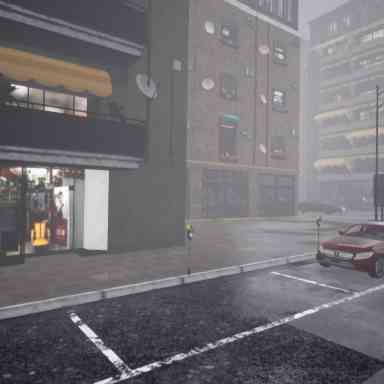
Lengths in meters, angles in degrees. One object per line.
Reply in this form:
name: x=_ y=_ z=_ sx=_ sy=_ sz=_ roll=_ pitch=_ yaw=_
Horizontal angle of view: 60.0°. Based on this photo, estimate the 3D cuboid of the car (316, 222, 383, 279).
car: x=5.543 y=1.588 z=10.100 sx=4.206 sy=1.307 sz=1.802 roll=0 pitch=1 yaw=-36

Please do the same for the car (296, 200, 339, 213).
car: x=15.272 y=1.707 z=40.731 sx=1.752 sy=1.417 sz=4.829 roll=1 pitch=-1 yaw=-36

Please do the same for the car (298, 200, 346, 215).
car: x=13.285 y=1.545 z=34.222 sx=2.128 sy=1.511 sz=4.902 roll=2 pitch=-1 yaw=-36
